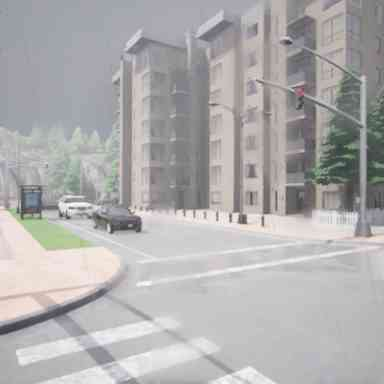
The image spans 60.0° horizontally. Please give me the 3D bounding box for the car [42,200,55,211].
[{"bbox_3d":[-18.856,1.707,43.858,2.033,1.411,5.357,0,0,-31],"label":"car"}]

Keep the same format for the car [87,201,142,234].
[{"bbox_3d":[-4.665,1.582,20.306,1.882,1.535,5.008,0,0,-31],"label":"car"}]

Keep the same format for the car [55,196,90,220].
[{"bbox_3d":[-10.518,1.347,29.972,2.150,2.045,5.566,0,0,-31],"label":"car"}]
